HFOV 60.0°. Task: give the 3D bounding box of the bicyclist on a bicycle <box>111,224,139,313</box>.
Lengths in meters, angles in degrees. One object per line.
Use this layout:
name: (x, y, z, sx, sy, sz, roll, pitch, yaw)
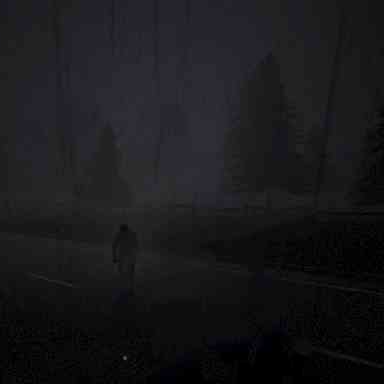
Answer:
bicyclist on a bicycle: (-1.342, 1.454, 6.776, 0.582, 1.620, 1.656, 0, 2, 1)
